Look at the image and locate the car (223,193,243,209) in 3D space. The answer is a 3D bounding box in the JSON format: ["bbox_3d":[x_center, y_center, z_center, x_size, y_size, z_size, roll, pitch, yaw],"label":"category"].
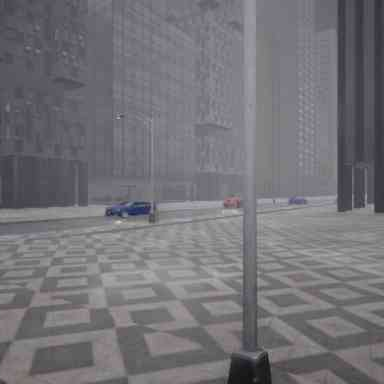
[{"bbox_3d":[6.328,1.166,45.015,2.150,2.045,5.566,0,0,37],"label":"car"}]

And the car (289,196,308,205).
[{"bbox_3d":[17.618,1.401,55.102,1.882,1.535,5.008,0,0,36],"label":"car"}]

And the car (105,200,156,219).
[{"bbox_3d":[-5.319,1.446,29.158,1.882,1.535,5.008,0,0,36],"label":"car"}]
